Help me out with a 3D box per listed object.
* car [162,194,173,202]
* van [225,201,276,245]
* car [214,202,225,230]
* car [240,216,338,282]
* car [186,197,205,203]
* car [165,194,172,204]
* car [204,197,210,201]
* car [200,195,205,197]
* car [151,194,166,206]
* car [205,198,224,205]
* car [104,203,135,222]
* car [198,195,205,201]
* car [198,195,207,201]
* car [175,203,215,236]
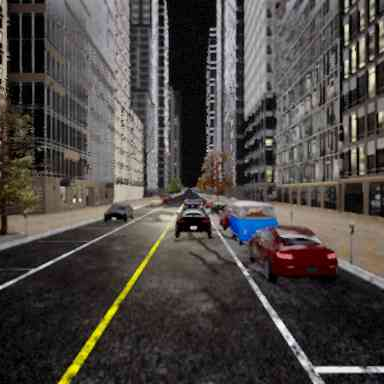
[{"bbox_3d":[-5.780,1.324,77.805,2.192,1.841,5.009,0,0,0],"label":"car"},{"bbox_3d":[2.669,1.349,15.187,1.690,1.788,3.998,0,0,0],"label":"van"},{"bbox_3d":[2.664,1.554,20.880,1.887,1.381,4.507,0,0,0],"label":"car"},{"bbox_3d":[2.676,1.587,9.495,1.802,1.307,4.206,0,0,0],"label":"car"},{"bbox_3d":[0.060,1.562,37.195,2.033,1.411,5.357,0,0,0],"label":"car"},{"bbox_3d":[-5.767,1.330,66.420,2.192,1.841,5.009,0,0,0],"label":"car"},{"bbox_3d":[2.639,1.597,43.650,1.802,1.307,4.206,0,0,0],"label":"car"},{"bbox_3d":[2.627,1.581,55.033,1.947,1.339,4.313,0,0,0],"label":"car"},{"bbox_3d":[-5.754,1.542,54.867,1.752,1.417,4.829,0,0,0],"label":"car"},{"bbox_3d":[2.652,1.564,32.264,2.008,1.369,4.403,0,0,0],"label":"car"},{"bbox_3d":[-5.723,1.579,26.575,1.947,1.339,4.313,0,0,0],"label":"car"},{"bbox_3d":[2.590,1.526,89.358,1.752,1.417,4.829,0,0,0],"label":"car"},{"bbox_3d":[2.596,1.555,83.495,2.008,1.369,4.403,0,0,0],"label":"car"},{"bbox_3d":[0.069,1.535,18.161,1.812,1.442,4.674,0,0,0],"label":"car"}]
